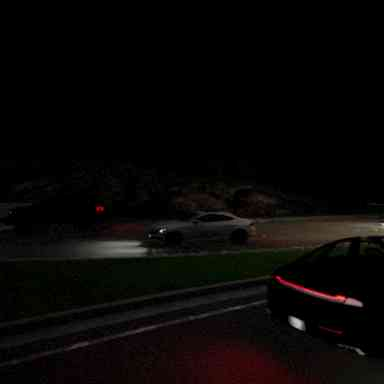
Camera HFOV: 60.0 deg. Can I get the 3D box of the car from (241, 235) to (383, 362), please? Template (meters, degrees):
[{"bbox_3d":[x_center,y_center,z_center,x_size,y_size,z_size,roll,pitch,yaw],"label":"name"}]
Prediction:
[{"bbox_3d":[3.481,1.505,5.534,4.902,1.511,2.128,0,0,-29],"label":"car"}]

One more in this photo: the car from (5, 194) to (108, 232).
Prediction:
[{"bbox_3d":[-7.852,1.179,19.704,5.566,2.045,2.150,-1,0,-8],"label":"car"}]

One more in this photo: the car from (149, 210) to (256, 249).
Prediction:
[{"bbox_3d":[0.503,1.527,14.414,4.674,1.442,1.812,0,0,-17],"label":"car"}]
